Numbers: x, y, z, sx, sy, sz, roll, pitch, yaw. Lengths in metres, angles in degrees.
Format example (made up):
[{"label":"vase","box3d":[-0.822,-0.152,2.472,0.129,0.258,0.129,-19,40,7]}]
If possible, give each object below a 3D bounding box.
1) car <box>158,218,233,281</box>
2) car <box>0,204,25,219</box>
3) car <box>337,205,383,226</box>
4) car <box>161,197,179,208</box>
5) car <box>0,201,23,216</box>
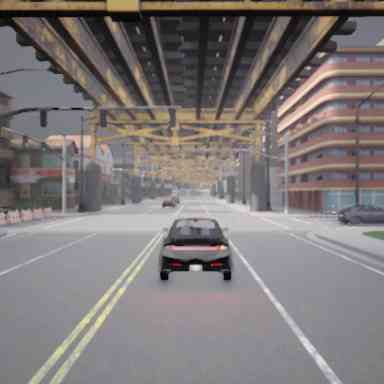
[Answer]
[{"label":"car","box3d":[0.104,1.513,9.927,2.128,1.511,4.902,0,0,0]},{"label":"car","box3d":[-16.672,1.518,27.615,4.974,1.542,2.038,0,0,-20]},{"label":"car","box3d":[12.435,1.616,23.274,4.181,1.385,1.994,0,0,0]},{"label":"car","box3d":[-3.419,1.714,49.084,1.895,1.301,4.718,0,0,0]},{"label":"car","box3d":[-16.721,1.360,27.597,4.536,1.218,1.853,0,0,-20]}]
